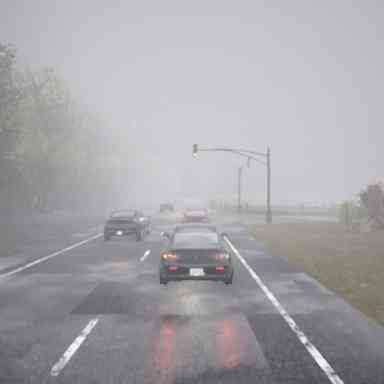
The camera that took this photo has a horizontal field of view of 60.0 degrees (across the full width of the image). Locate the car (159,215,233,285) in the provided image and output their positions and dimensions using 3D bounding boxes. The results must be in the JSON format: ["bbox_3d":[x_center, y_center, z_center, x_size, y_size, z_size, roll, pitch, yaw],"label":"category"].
[{"bbox_3d":[0.103,1.627,9.667,1.812,1.442,4.674,0,0,0],"label":"car"}]

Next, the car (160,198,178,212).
[{"bbox_3d":[-3.390,1.980,46.176,1.837,1.490,4.892,0,0,0],"label":"car"}]

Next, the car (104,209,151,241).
[{"bbox_3d":[-3.396,1.692,18.012,1.837,1.490,4.892,0,-1,0],"label":"car"}]

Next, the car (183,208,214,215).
[{"bbox_3d":[0.373,1.745,21.141,1.812,1.442,4.674,0,-1,5],"label":"car"}]

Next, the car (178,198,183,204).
[{"bbox_3d":[-3.483,2.230,86.703,2.097,1.767,4.553,0,-1,0],"label":"car"}]
